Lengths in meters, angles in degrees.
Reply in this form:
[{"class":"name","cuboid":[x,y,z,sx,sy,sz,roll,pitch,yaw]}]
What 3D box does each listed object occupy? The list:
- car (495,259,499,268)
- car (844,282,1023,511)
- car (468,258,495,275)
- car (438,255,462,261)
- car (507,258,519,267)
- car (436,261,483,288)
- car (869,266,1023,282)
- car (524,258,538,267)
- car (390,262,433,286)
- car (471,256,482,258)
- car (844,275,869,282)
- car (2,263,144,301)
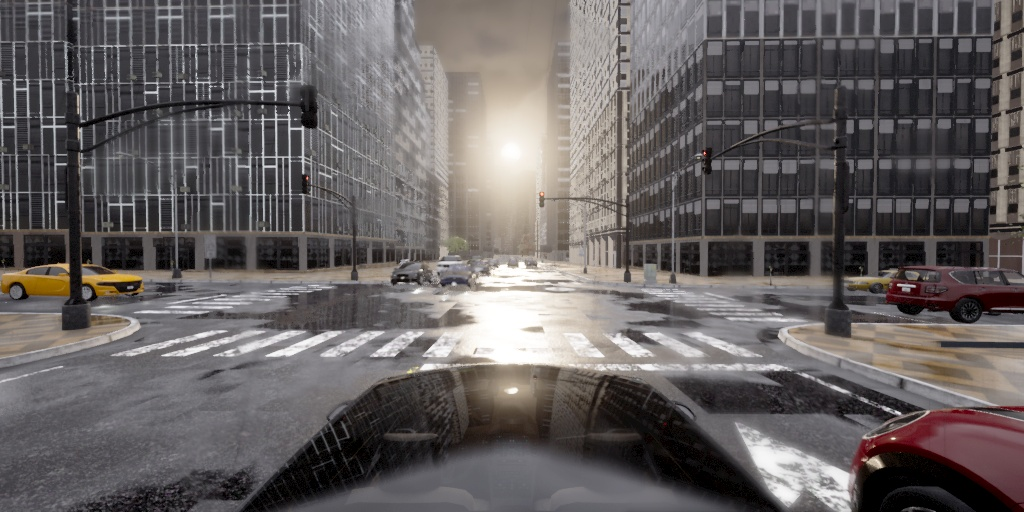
[{"class":"car","cuboid":[-3.148,1.201,57.396,2.128,1.511,4.902,0,0,0]},{"class":"car","cuboid":[3.254,1.103,0.441,2.097,1.767,4.553,0,0,0]},{"class":"car","cuboid":[-3.235,1.220,37.611,2.128,1.511,4.902,0,0,0]},{"class":"car","cuboid":[-6.484,0.950,38.099,2.150,2.045,5.566,0,0,0]},{"class":"car","cuboid":[0.203,1.267,63.393,1.994,1.385,4.181,0,0,0]},{"class":"car","cuboid":[-3.273,1.208,22.966,2.033,1.411,5.357,1,0,0]},{"class":"car","cuboid":[16.225,1.282,12.555,5.009,1.841,2.192,0,0,1]},{"class":"car","cuboid":[3.453,1.304,63.411,1.895,1.301,4.718,0,0,0]},{"class":"car","cuboid":[-6.536,1.164,23.852,1.837,1.490,4.892,0,-2,0]},{"class":"car","cuboid":[-6.345,0.927,63.031,2.150,2.045,5.566,0,0,1]},{"class":"car","cuboid":[21.863,1.409,20.821,4.829,1.417,1.751,0,0,1]},{"class":"car","cuboid":[-19.229,1.086,15.833,5.008,1.535,1.882,1,1,3]}]
